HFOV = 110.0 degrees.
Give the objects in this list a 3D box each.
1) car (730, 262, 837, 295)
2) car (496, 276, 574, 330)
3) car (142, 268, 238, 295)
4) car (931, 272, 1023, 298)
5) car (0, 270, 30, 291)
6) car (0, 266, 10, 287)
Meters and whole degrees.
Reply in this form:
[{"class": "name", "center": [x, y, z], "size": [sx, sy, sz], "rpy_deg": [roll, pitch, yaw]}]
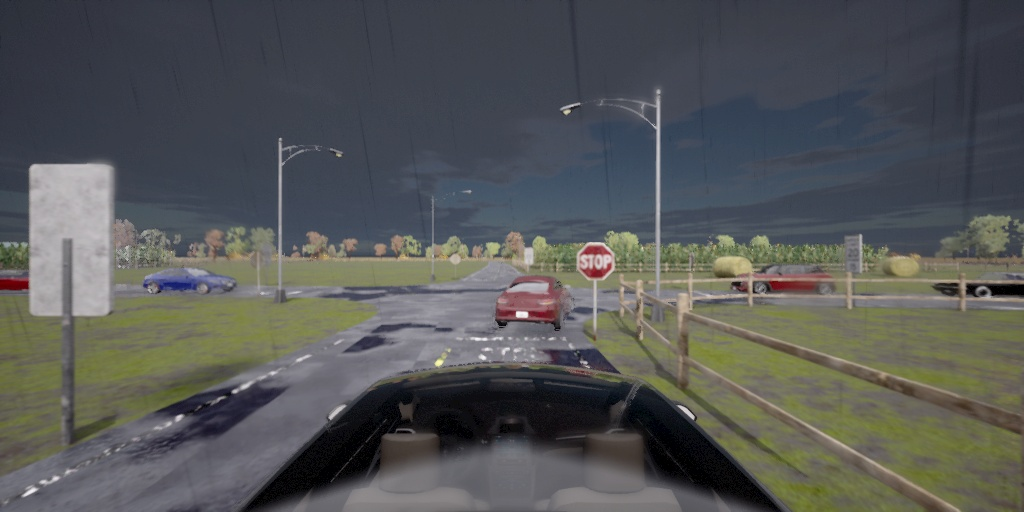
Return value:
[{"class": "car", "center": [14.613, 1.218, 19.607], "size": [4.553, 1.767, 2.097], "rpy_deg": [0, 0, 10]}, {"class": "car", "center": [0.817, 1.339, 11.375], "size": [1.812, 1.442, 4.674], "rpy_deg": [0, 0, 14]}, {"class": "car", "center": [-18.238, 1.389, 20.380], "size": [4.674, 1.442, 1.812], "rpy_deg": [0, 0, 3]}, {"class": "car", "center": [24.296, 1.466, 17.748], "size": [4.718, 1.301, 1.895], "rpy_deg": [0, 0, 12]}, {"class": "car", "center": [-27.835, 1.463, 20.713], "size": [4.718, 1.301, 1.895], "rpy_deg": [0, 0, 1]}, {"class": "car", "center": [-37.322, 1.407, 23.685], "size": [5.357, 1.411, 2.033], "rpy_deg": [0, 0, -1]}]
